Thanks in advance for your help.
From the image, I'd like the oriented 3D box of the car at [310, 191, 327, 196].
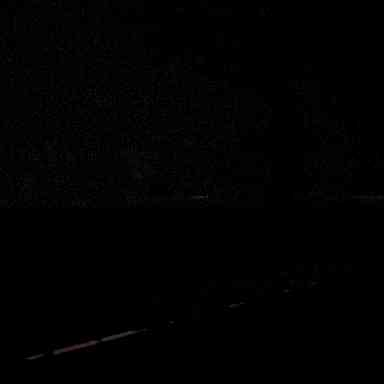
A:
[{"bbox_3d":[34.450,0.395,89.047,1.812,1.442,4.674,2,-2,-35],"label":"car"}]
